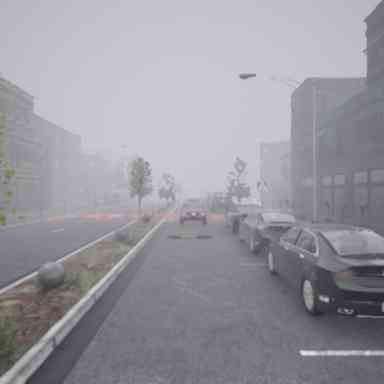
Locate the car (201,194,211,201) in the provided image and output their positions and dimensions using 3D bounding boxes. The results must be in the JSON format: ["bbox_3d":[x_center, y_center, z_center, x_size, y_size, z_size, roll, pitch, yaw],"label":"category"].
[{"bbox_3d":[2.998,1.236,73.784,2.002,1.452,4.674,0,0,0],"label":"car"}]

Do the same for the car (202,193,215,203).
[{"bbox_3d":[2.998,1.074,62.586,2.185,1.767,4.553,0,0,0],"label":"car"}]

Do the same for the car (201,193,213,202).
[{"bbox_3d":[2.998,1.070,68.107,2.185,1.767,4.553,0,0,0],"label":"car"}]

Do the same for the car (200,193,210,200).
[{"bbox_3d":[2.999,1.070,79.277,2.185,1.767,4.553,0,0,0],"label":"car"}]

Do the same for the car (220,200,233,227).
[{"bbox_3d":[2.997,1.413,18.602,2.163,1.488,4.792,0,0,0],"label":"car"}]

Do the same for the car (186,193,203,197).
[{"bbox_3d":[0.100,1.279,41.474,1.837,1.490,4.892,0,1,0],"label":"car"}]

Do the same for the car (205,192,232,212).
[{"bbox_3d":[2.998,1.034,35.041,2.435,2.045,5.566,0,0,0],"label":"car"}]

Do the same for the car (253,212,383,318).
[{"bbox_3d":[2.997,1.445,7.397,2.231,1.521,4.892,0,0,0],"label":"car"}]

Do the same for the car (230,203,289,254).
[{"bbox_3d":[2.997,1.416,13.044,2.231,1.521,4.892,0,0,0],"label":"car"}]

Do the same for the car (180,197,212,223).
[{"bbox_3d":[0.090,1.375,23.844,2.033,1.411,5.357,0,2,0],"label":"car"}]

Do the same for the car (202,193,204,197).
[{"bbox_3d":[2.999,1.220,51.570,2.231,1.521,4.892,0,0,0],"label":"car"}]

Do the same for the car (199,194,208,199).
[{"bbox_3d":[2.999,1.200,90.218,2.231,1.521,4.892,0,0,0],"label":"car"}]
